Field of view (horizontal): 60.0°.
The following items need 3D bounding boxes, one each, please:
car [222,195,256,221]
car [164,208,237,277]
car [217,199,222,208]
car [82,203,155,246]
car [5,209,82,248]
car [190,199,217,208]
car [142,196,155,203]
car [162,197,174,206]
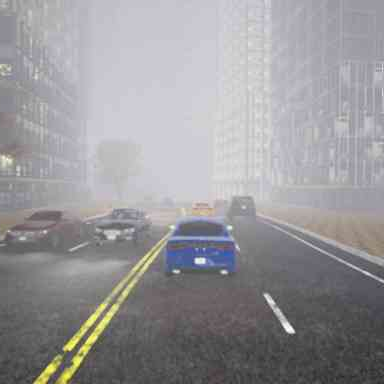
[{"bbox_3d":[4.079,1.309,28.608,2.150,2.045,5.566,1,0,1],"label":"car"},{"bbox_3d":[0.284,1.501,10.425,1.882,1.535,5.008,0,0,2],"label":"car"},{"bbox_3d":[3.577,1.632,45.056,1.812,1.442,4.674,0,0,-3],"label":"car"},{"bbox_3d":[-3.020,1.497,15.354,2.128,1.511,4.902,0,0,2],"label":"car"},{"bbox_3d":[-6.300,1.503,14.894,1.812,1.442,4.674,0,0,3],"label":"car"},{"bbox_3d":[0.858,1.539,28.773,1.882,1.535,5.008,0,0,0],"label":"car"},{"bbox_3d":[-7.327,1.417,56.404,2.097,1.767,4.553,0,0,-6],"label":"car"},{"bbox_3d":[-4.100,1.560,56.821,1.882,1.535,5.008,0,0,-6],"label":"car"}]
